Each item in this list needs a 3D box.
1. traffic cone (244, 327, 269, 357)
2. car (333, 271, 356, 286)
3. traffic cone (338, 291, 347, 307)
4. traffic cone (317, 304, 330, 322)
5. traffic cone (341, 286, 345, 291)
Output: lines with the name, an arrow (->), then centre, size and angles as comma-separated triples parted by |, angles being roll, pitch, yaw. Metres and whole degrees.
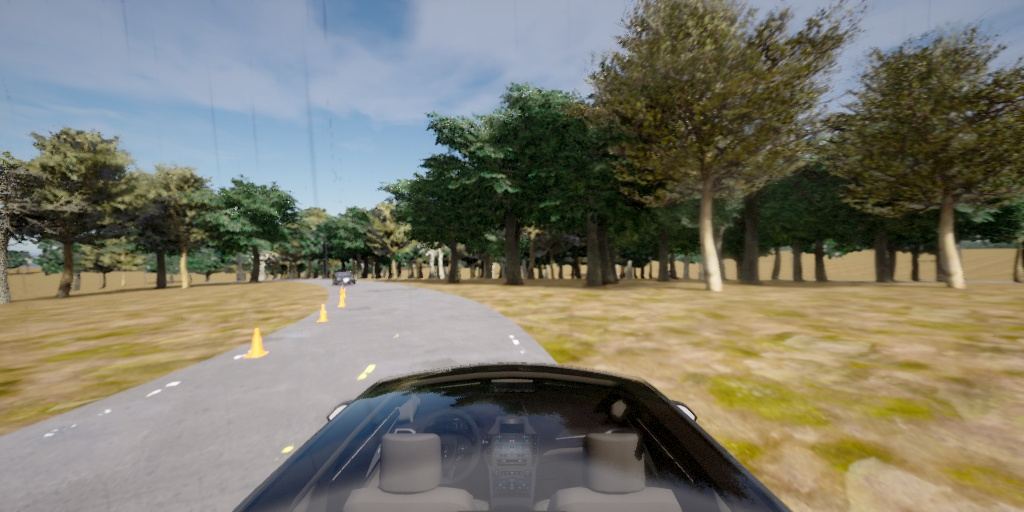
traffic cone -> -5.509, 1.843, 7.746 | 0.340, 0.580, 0.340 | 0, 0, -9
car -> -18.403, 2.431, 39.134 | 2.128, 1.511, 4.902 | 0, -2, -32
traffic cone -> -7.976, 2.066, 16.838 | 0.340, 0.580, 0.340 | 0, 0, -21
traffic cone -> -6.505, 1.945, 12.356 | 0.340, 0.580, 0.340 | 0, 0, -15
traffic cone -> -9.918, 2.205, 21.199 | 0.340, 0.580, 0.340 | 0, 0, -26
